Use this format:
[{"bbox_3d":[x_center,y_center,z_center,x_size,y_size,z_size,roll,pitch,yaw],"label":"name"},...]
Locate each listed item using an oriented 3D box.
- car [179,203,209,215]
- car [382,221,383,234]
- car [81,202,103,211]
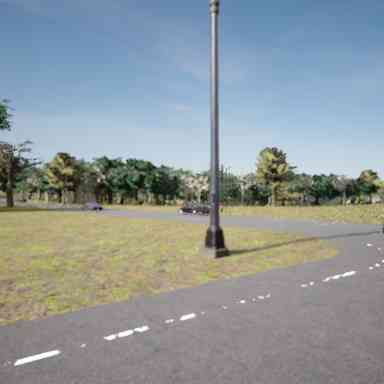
[{"bbox_3d":[0.196,2.163,41.995,1.837,1.490,4.892,2,-3,-36],"label":"car"},{"bbox_3d":[10.979,1.543,14.979,1.994,1.385,4.181,1,0,-36],"label":"car"},{"bbox_3d":[-15.678,2.296,52.076,2.033,1.411,5.357,3,-3,-36],"label":"car"}]
